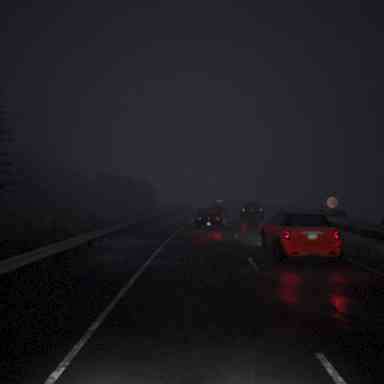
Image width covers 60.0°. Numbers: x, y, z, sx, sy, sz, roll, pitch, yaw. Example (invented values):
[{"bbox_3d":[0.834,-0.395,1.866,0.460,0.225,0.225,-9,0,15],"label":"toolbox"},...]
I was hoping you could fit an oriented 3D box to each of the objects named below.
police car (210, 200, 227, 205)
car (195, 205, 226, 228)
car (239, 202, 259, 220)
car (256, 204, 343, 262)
[{"bbox_3d":[3.317,1.877,41.701,1.930,1.638,5.238,0,-1,7],"label":"police car"},{"bbox_3d":[1.311,1.865,24.374,1.895,1.301,4.718,0,-1,5],"label":"car"},{"bbox_3d":[5.637,1.702,31.871,2.097,1.767,4.553,0,-1,7],"label":"car"},{"bbox_3d":[4.012,1.497,12.921,2.097,1.767,4.553,0,-1,3],"label":"car"}]
